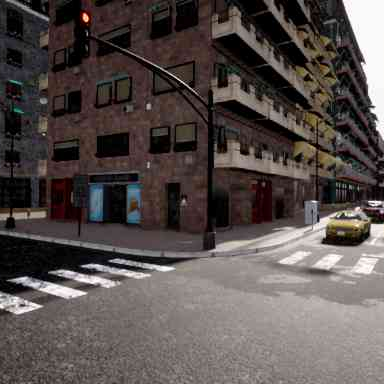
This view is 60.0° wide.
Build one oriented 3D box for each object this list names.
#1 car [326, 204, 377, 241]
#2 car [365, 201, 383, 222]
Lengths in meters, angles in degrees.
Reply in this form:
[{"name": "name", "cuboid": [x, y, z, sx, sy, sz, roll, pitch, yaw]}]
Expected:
[{"name": "car", "cuboid": [8.021, 1.535, 16.899, 1.752, 1.417, 4.829, 1, 1, 34]}, {"name": "car", "cuboid": [14.405, 1.457, 26.411, 1.967, 1.590, 4.097, 1, 1, 34]}]
